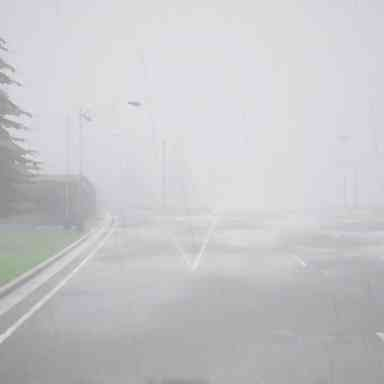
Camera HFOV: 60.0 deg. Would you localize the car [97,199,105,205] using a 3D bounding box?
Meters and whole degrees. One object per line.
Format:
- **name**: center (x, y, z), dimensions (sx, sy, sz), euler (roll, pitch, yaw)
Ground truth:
- **car**: center (-22.406, 2.424, 80.632), dimensions (1.882, 1.535, 5.008), euler (0, -1, -27)
